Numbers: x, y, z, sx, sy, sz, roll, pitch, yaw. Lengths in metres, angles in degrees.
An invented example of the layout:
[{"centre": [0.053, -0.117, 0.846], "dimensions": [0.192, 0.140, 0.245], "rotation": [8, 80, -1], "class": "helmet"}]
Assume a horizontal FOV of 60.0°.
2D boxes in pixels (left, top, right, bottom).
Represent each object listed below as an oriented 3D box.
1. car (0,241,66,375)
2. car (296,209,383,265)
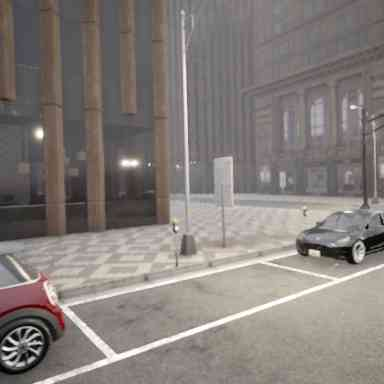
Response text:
[{"centre": [-3.806, 1.477, 3.917], "dimensions": [4.097, 1.590, 1.967], "rotation": [-2, 1, -36], "class": "car"}, {"centre": [5.122, 1.237, 10.421], "dimensions": [4.313, 1.339, 1.947], "rotation": [-2, 1, -36], "class": "car"}]
